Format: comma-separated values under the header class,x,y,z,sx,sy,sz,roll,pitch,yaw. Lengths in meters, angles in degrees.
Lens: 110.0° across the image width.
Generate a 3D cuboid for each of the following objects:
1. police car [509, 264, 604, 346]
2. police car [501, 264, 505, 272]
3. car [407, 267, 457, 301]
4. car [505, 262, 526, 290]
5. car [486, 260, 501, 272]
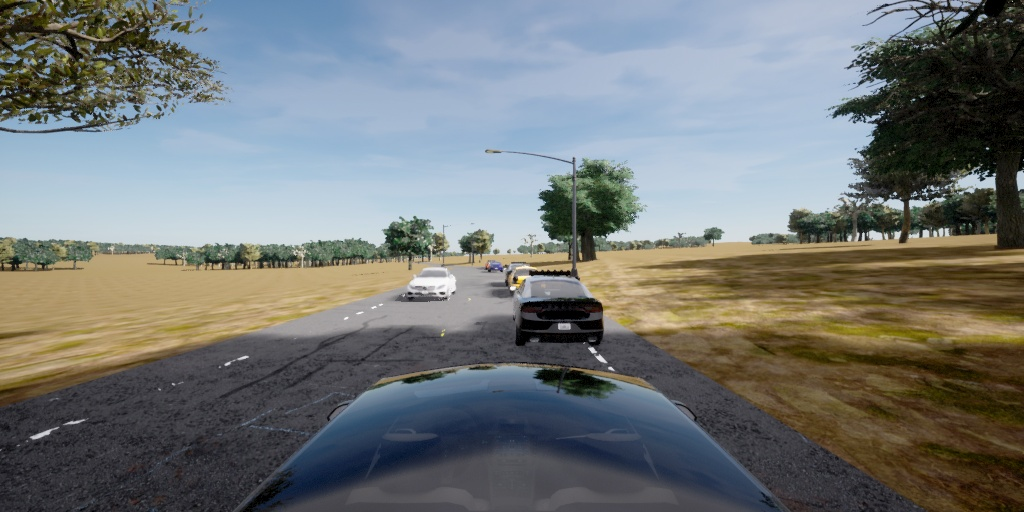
class,x,y,z,sx,sy,sz,roll,pitch,yaw
police car,0.990,1.188,9.638,1.930,1.638,5.238,0,0,-1
police car,0.460,1.224,25.722,1.930,1.638,5.238,0,0,-3
car,-3.818,1.305,17.738,1.812,1.442,4.674,0,0,-2
car,0.718,1.241,19.773,1.801,1.575,5.366,0,0,-2
car,-2.215,1.452,48.310,1.812,1.442,4.674,0,-1,-5
